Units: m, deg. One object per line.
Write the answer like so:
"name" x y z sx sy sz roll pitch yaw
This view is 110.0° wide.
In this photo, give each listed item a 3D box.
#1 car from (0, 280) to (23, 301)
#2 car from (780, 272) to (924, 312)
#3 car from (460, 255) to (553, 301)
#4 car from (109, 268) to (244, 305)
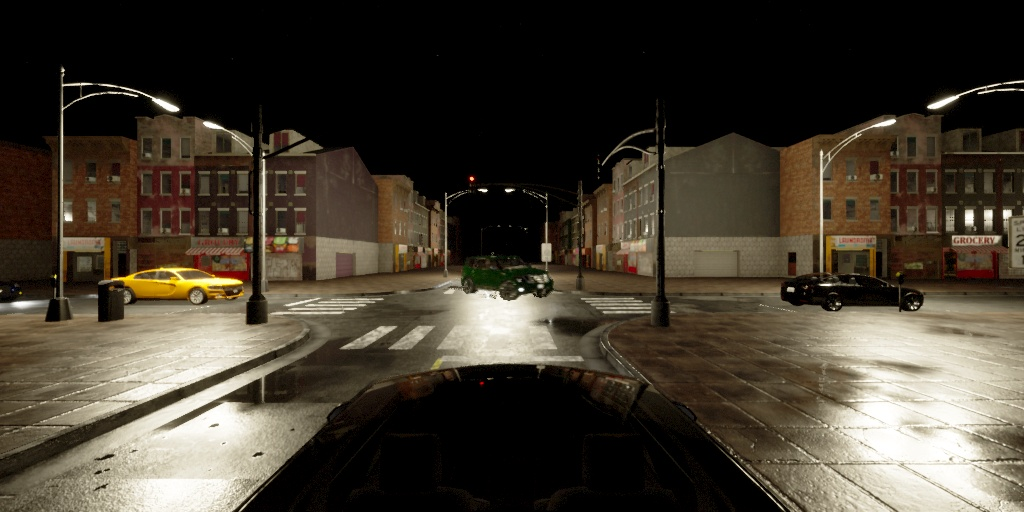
"car" -24.593 1.391 15.788 4.181 1.385 1.994 0 0 0
"car" 12.357 1.266 13.210 4.313 1.339 1.948 0 0 0
"car" -0.478 0.976 17.749 2.150 2.045 5.566 -2 1 -38
"car" -14.589 1.270 15.759 5.008 1.535 1.882 0 0 2
